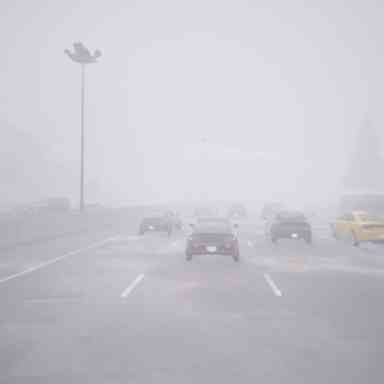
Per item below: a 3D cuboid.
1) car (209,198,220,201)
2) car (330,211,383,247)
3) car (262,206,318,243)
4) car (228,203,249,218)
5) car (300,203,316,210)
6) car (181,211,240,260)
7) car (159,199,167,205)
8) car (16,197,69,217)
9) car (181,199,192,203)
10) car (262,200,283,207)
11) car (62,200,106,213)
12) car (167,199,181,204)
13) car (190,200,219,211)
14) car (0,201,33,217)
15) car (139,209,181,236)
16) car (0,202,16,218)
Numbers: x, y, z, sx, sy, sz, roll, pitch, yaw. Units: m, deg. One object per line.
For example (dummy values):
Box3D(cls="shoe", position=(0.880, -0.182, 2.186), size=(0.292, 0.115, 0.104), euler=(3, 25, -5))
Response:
Box3D(cls="car", position=(4.554, 2.128, 72.199), size=(2.097, 1.767, 4.553), euler=(0, -1, 29))
Box3D(cls="car", position=(8.253, 1.676, 16.154), size=(1.882, 1.535, 5.008), euler=(0, -1, 7))
Box3D(cls="car", position=(4.873, 1.703, 17.203), size=(1.837, 1.490, 4.892), euler=(0, -1, 7))
Box3D(cls="car", position=(4.908, 1.891, 35.126), size=(1.837, 1.490, 4.892), euler=(0, -1, 14))
Box3D(cls="car", position=(12.497, 1.949, 36.281), size=(1.812, 1.442, 4.674), euler=(0, -1, 16))
Box3D(cls="car", position=(0.835, 1.665, 12.920), size=(1.812, 1.442, 4.674), euler=(0, -1, 5))
Box3D(cls="car", position=(-5.634, 2.290, 75.381), size=(2.128, 1.511, 4.902), euler=(0, -1, 27))
Box3D(cls="car", position=(-13.947, 1.517, 32.471), size=(2.150, 2.045, 5.566), euler=(0, -1, 12))
Box3D(cls="car", position=(0.060, 2.325, 71.152), size=(1.895, 1.301, 4.718), euler=(0, -1, 27))
Box3D(cls="car", position=(8.477, 1.748, 34.898), size=(2.097, 1.767, 4.553), euler=(0, -1, 15))
Box3D(cls="car", position=(-10.264, 1.816, 32.834), size=(1.837, 1.490, 4.892), euler=(0, -1, 13))
Box3D(cls="car", position=(-2.975, 2.277, 72.912), size=(1.812, 1.442, 4.674), euler=(0, -1, 27))
Box3D(cls="car", position=(1.509, 1.909, 35.964), size=(1.812, 1.442, 4.674), euler=(0, -1, 15))
Box3D(cls="car", position=(-20.152, 1.809, 36.599), size=(2.128, 1.511, 4.902), euler=(0, -1, 14))
Box3D(cls="car", position=(-1.817, 1.729, 19.839), size=(1.812, 1.442, 4.674), euler=(0, -1, 8))
Box3D(cls="car", position=(-17.365, 1.840, 33.287), size=(2.033, 1.411, 5.357), euler=(0, -1, 12))
